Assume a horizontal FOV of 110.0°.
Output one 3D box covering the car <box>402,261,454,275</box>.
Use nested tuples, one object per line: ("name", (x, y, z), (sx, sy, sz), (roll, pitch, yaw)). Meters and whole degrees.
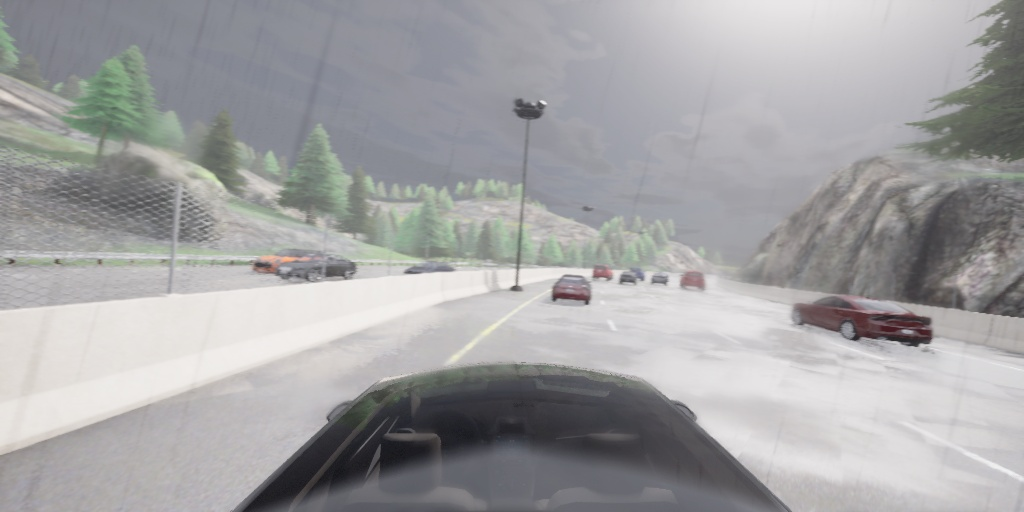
("car", (-5.956, 1.087, 26.559), (2.033, 1.411, 5.357), (4, -1, 14))

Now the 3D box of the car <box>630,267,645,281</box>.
("car", (19.764, 2.870, 56.917), (2.150, 2.045, 5.566), (4, -1, 26))

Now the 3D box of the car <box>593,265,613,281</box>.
("car", (12.322, 2.263, 48.523), (2.150, 2.045, 5.566), (4, -1, 23))

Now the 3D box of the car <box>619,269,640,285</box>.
("car", (13.711, 2.593, 42.267), (1.837, 1.490, 4.892), (4, 0, 20))

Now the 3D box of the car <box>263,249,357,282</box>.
("car", (-10.949, 0.619, 20.432), (2.128, 1.511, 4.902), (4, -1, 12))

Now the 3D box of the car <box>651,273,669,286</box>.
("car", (19.040, 2.997, 46.390), (2.128, 1.511, 4.902), (4, 0, 22))

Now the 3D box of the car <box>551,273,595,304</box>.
("car", (3.309, 1.706, 19.503), (1.994, 1.385, 4.181), (4, 0, 13))

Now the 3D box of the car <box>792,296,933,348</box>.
("car", (12.727, 2.241, 13.499), (1.882, 1.535, 5.008), (4, 0, 11))

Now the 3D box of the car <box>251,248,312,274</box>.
("car", (-13.961, 0.286, 22.922), (2.097, 1.767, 4.553), (4, -1, 13))

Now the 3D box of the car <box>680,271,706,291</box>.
("car", (20.674, 2.797, 41.076), (2.150, 2.045, 5.566), (4, 0, 21))
